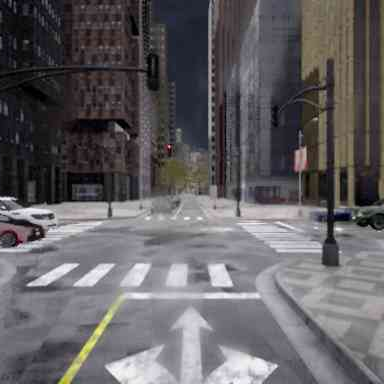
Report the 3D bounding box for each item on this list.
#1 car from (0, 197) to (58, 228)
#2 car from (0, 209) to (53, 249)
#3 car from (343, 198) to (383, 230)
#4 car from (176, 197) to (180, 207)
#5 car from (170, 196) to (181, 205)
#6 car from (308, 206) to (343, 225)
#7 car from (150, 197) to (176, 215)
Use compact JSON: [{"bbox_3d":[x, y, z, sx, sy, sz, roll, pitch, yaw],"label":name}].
[{"bbox_3d":[-10.131,1.262,17.627,5.566,2.045,2.150,0,0,0],"label":"car"},{"bbox_3d":[-8.653,1.604,14.376,4.181,1.385,1.994,0,0,0],"label":"car"},{"bbox_3d":[13.012,1.291,21.062,5.566,2.045,2.150,0,0,0],"label":"car"},{"bbox_3d":[-3.229,1.615,45.831,2.128,1.511,4.902,0,0,0],"label":"car"},{"bbox_3d":[-3.258,1.658,66.394,1.882,1.535,5.008,0,0,0],"label":"car"},{"bbox_3d":[11.024,1.670,24.313,4.718,1.301,1.895,0,0,0],"label":"car"},{"bbox_3d":[-3.207,1.448,35.781,2.097,1.767,4.553,0,0,0],"label":"car"}]
